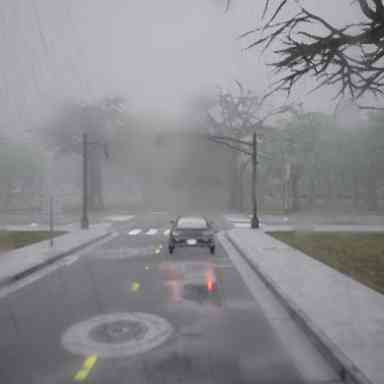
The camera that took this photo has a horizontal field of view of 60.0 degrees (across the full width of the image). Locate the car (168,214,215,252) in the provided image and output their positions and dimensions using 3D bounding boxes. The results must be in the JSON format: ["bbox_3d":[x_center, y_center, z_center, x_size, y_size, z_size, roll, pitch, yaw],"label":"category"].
[{"bbox_3d":[-0.009,1.667,14.409,1.812,1.442,4.674,0,0,0],"label":"car"}]
